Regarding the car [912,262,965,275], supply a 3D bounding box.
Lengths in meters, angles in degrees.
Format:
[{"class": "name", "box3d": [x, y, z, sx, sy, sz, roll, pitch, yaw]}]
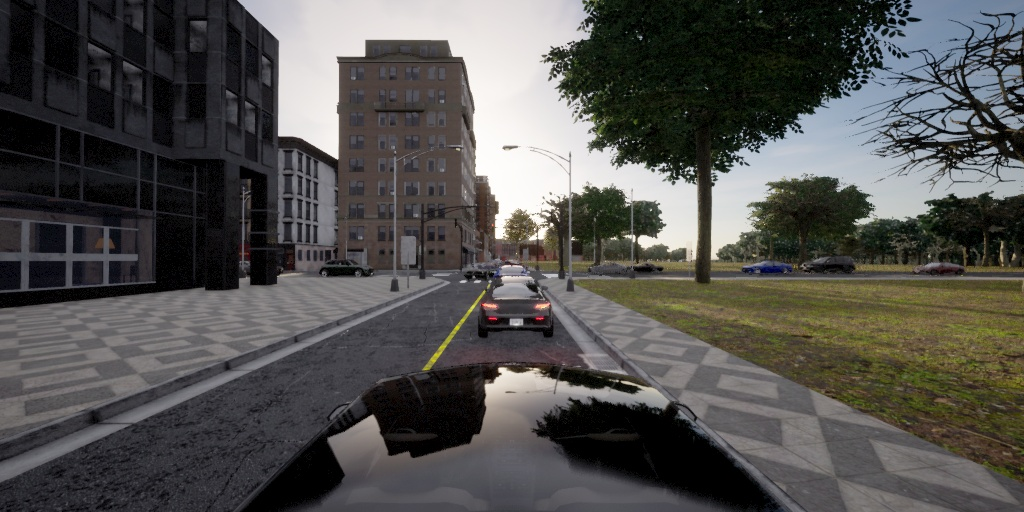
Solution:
[{"class": "car", "box3d": [47.817, 1.423, 40.199, 4.674, 1.442, 1.812, 0, -1, 0]}]

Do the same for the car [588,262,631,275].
[{"class": "car", "box3d": [10.605, 1.378, 40.073, 4.181, 1.385, 1.994, 0, -1, -1]}]

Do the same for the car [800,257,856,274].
[{"class": "car", "box3d": [38.300, 1.107, 43.486, 5.566, 2.045, 2.150, 0, -1, 0]}]

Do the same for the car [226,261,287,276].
[{"class": "car", "box3d": [-25.881, 1.267, 36.489, 4.892, 1.490, 1.837, 0, -1, 0]}]

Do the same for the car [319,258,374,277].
[{"class": "car", "box3d": [-15.245, 1.074, 33.292, 4.553, 1.767, 2.097, 0, -1, 0]}]

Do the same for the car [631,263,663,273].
[{"class": "car", "box3d": [15.624, 1.456, 43.392, 4.718, 1.301, 1.895, 0, -1, 0]}]

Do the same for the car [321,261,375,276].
[{"class": "car", "box3d": [-16.627, 1.284, 36.540, 4.674, 1.442, 1.812, 0, -1, -2]}]

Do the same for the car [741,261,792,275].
[{"class": "car", "box3d": [28.505, 1.312, 40.202, 5.008, 1.535, 1.882, 0, -1, 0]}]

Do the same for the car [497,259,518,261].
[{"class": "car", "box3d": [0.020, 1.288, 49.270, 1.882, 1.535, 5.008, -2, 1, -22]}]

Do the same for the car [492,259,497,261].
[{"class": "car", "box3d": [-3.083, 1.429, 56.216, 1.895, 1.301, 4.718, 0, 0, 1]}]

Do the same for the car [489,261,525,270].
[{"class": "car", "box3d": [-0.014, 1.241, 19.532, 1.882, 1.535, 5.008, 0, 0, 0]}]

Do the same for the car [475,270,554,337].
[{"class": "car", "box3d": [0.076, 1.280, 10.143, 1.812, 1.442, 4.674, 0, 0, -1]}]

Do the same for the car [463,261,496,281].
[{"class": "car", "box3d": [-2.473, 1.373, 30.435, 1.895, 1.301, 4.718, 0, 0, 15]}]

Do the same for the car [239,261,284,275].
[{"class": "car", "box3d": [-24.382, 1.217, 33.247, 4.902, 1.511, 2.128, 0, -1, 0]}]
